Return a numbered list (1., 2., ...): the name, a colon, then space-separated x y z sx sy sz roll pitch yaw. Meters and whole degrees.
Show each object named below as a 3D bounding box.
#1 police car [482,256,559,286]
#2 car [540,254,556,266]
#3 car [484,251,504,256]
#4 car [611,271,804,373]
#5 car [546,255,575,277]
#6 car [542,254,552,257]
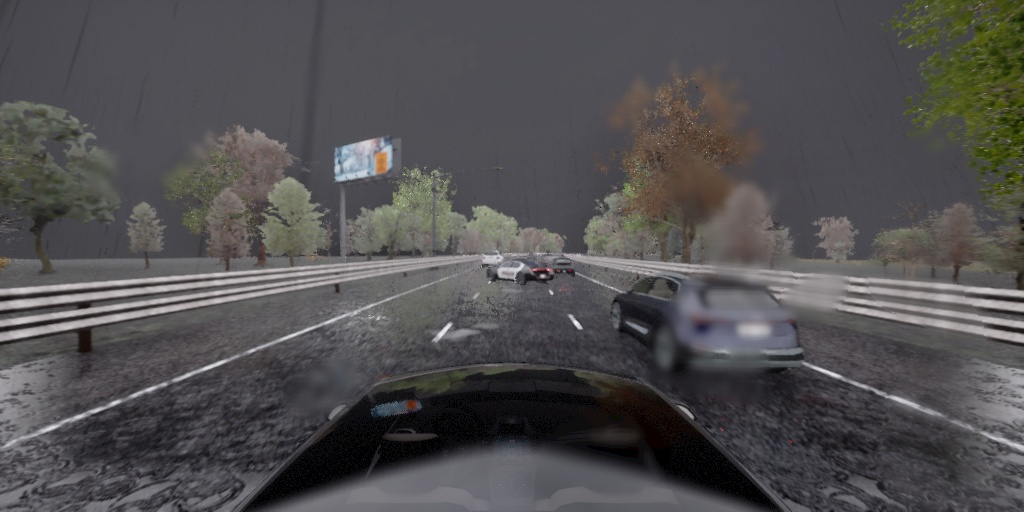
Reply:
1. police car: 0.297 0.960 22.444 2.038 1.542 4.974 1 0 -38
2. car: 5.080 0.513 50.905 2.033 1.649 4.856 0 1 4
3. car: -2.286 0.366 44.159 2.150 2.045 5.566 0 0 3
4. car: 3.518 1.105 7.431 2.033 1.649 4.856 0 1 0
5. car: 3.995 0.873 29.180 1.837 1.490 4.892 0 1 2
6. car: 4.463 0.726 40.077 2.163 1.488 4.792 0 1 3
